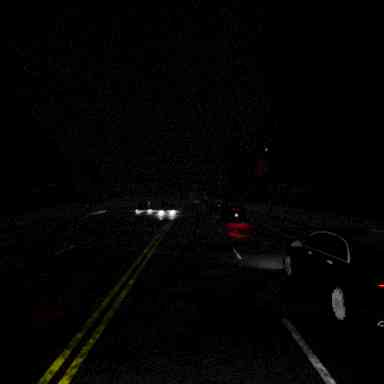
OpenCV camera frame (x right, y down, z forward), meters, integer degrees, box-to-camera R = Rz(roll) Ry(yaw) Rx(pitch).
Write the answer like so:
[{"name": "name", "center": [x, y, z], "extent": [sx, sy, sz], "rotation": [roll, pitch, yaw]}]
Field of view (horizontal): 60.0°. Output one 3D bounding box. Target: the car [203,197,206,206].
[{"name": "car", "center": [3.258, 1.825, 52.580], "extent": [1.994, 1.385, 4.181], "rotation": [0, -1, 0]}]

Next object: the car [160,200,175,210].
[{"name": "car", "center": [-3.328, 1.783, 45.262], "extent": [1.895, 1.301, 4.718], "rotation": [0, -1, 0]}]

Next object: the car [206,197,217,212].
[{"name": "car", "center": [3.256, 1.647, 41.605], "extent": [2.163, 1.488, 4.792], "rotation": [0, -1, 0]}]

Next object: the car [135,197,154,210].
[{"name": "car", "center": [-6.573, 1.546, 46.554], "extent": [2.097, 1.767, 4.553], "rotation": [0, 0, 0]}]

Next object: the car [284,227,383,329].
[{"name": "car", "center": [3.350, 1.491, 6.924], "extent": [1.837, 1.490, 4.892], "rotation": [0, 0, 0]}]

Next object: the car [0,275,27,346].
[{"name": "car", "center": [-3.348, 1.541, 2.555], "extent": [2.033, 1.411, 5.357], "rotation": [0, 0, 0]}]

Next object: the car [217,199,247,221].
[{"name": "car", "center": [3.353, 1.531, 27.505], "extent": [1.837, 1.490, 4.892], "rotation": [0, -1, 0]}]

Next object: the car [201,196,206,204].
[{"name": "car", "center": [3.259, 1.882, 63.587], "extent": [2.128, 1.511, 4.902], "rotation": [0, -1, 0]}]

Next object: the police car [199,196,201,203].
[{"name": "police car", "center": [3.261, 1.962, 74.705], "extent": [1.930, 1.638, 5.238], "rotation": [0, -1, 0]}]
